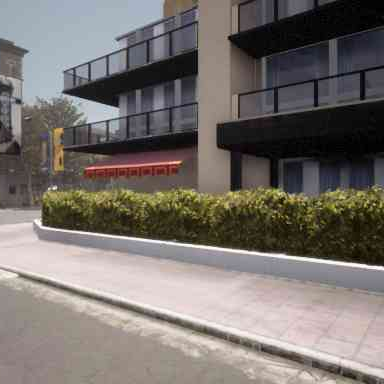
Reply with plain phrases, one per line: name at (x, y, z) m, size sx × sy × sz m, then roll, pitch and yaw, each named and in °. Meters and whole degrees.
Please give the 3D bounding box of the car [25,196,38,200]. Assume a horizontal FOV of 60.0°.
car at (-34.539, 1.481, 68.283) m, size 4.892 × 1.521 × 2.231 m, roll 0°, pitch 0°, yaw 37°
